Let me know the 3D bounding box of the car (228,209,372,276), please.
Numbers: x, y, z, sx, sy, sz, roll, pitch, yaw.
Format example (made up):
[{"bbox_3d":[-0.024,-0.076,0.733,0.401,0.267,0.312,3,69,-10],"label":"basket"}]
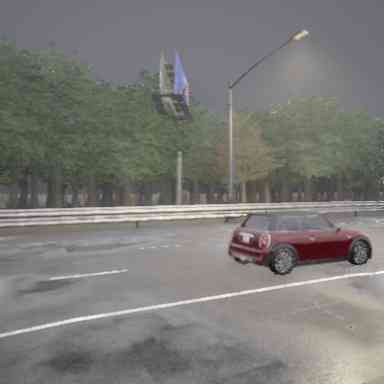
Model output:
[{"bbox_3d":[3.470,1.380,10.519,4.553,1.767,2.097,0,0,-26],"label":"car"}]
